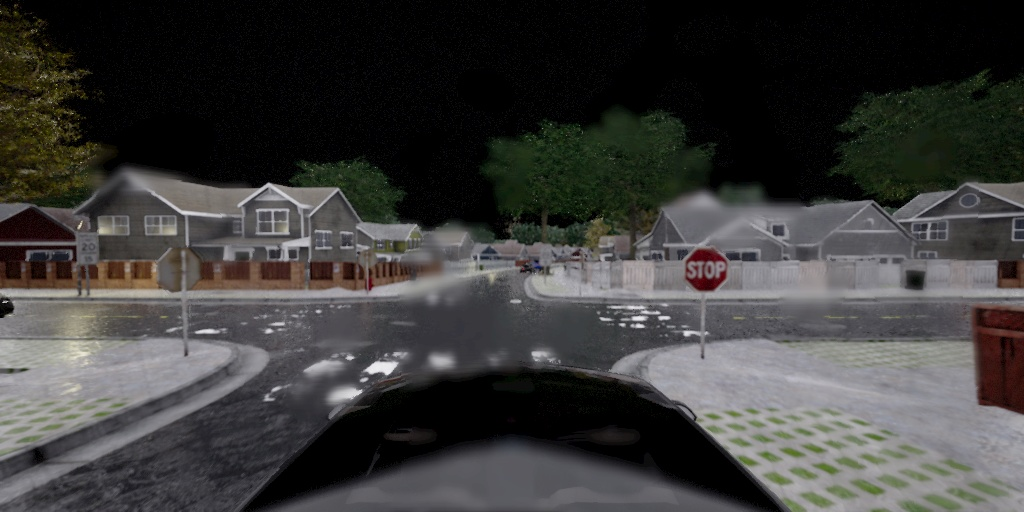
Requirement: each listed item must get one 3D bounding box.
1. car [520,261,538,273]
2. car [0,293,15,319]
[{"bbox_3d":[2.497,1.884,55.892,1.837,1.490,4.892,0,-1,11],"label":"car"},{"bbox_3d":[-18.877,1.424,11.338,4.892,1.490,1.837,0,2,3],"label":"car"}]
